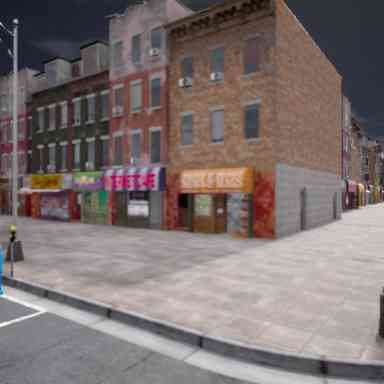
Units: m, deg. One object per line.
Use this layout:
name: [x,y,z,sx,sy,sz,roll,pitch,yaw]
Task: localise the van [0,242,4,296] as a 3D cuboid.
van: [-5.444,1.349,6.689,3.998,1.788,1.690,0,0,35]
